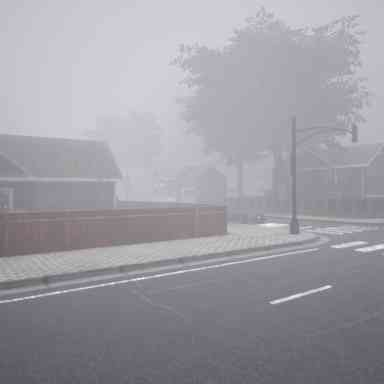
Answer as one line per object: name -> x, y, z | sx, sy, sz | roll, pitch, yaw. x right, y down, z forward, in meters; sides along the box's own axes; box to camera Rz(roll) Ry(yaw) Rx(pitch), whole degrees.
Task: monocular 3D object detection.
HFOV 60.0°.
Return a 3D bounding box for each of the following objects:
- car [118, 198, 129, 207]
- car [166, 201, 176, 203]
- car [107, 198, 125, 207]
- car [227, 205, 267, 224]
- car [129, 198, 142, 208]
car -> -11.866, 1.919, 52.100 | 1.994, 1.385, 4.181 | -1, 0, -28
car -> -2.333, 1.747, 35.663 | 1.812, 1.442, 4.674 | -1, 0, -32
car -> -14.374, 1.954, 62.823 | 2.033, 1.411, 5.357 | -1, 0, -26
car -> 3.826, 1.704, 26.124 | 1.994, 1.385, 4.181 | -1, 0, -34
car -> -9.665, 1.683, 54.027 | 2.097, 1.767, 4.553 | -1, 0, -28
